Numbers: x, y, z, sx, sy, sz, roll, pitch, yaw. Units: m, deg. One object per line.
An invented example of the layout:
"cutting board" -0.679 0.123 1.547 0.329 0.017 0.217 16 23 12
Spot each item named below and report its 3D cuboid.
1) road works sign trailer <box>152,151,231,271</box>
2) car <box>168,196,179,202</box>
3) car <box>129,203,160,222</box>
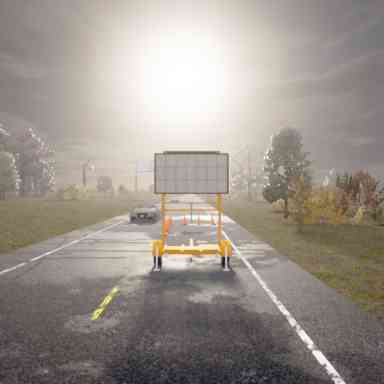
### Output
"road works sign trailer" -0.016 0.465 10.902 2.380 3.560 2.880 0 0 0
"car" -3.609 1.570 67.535 1.812 1.442 4.674 0 0 0
"car" -3.639 1.570 26.249 1.994 1.385 4.181 0 0 0
